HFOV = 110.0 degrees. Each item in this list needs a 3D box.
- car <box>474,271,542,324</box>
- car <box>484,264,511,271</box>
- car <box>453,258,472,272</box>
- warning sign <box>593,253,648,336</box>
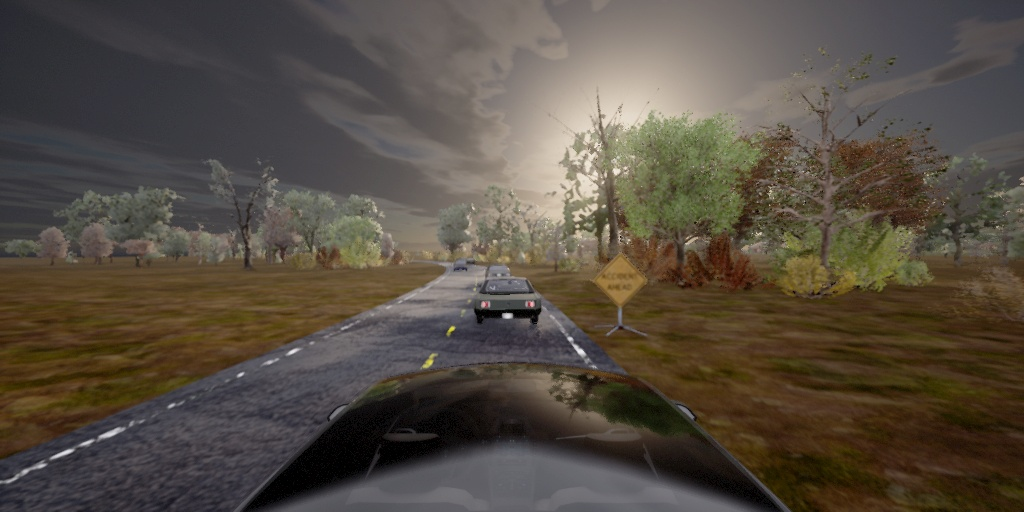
[{"bbox_3d":[-0.192,1.348,12.007,1.895,1.301,4.718,0,0,-2],"label":"car"},{"bbox_3d":[-1.041,1.292,26.003,2.033,1.411,5.357,0,0,-4],"label":"car"},{"bbox_3d":[-6.706,1.294,46.780,2.033,1.411,5.357,0,0,-9],"label":"car"},{"bbox_3d":[2.555,0.862,8.507,1.300,1.860,1.060,0,0,-2],"label":"warning sign"}]
